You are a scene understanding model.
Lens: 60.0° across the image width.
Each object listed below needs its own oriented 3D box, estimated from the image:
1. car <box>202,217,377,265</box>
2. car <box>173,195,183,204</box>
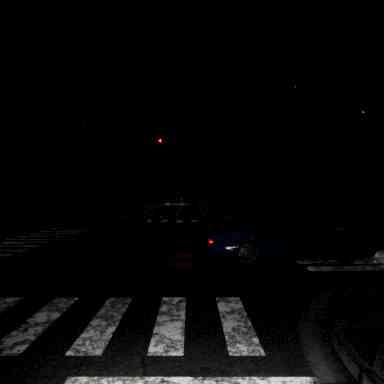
[{"bbox_3d":[3.022,1.543,11.009,5.357,1.411,2.033,-1,-1,0],"label":"car"},{"bbox_3d":[-2.896,1.498,69.348,2.097,1.767,4.553,0,0,0],"label":"car"}]
